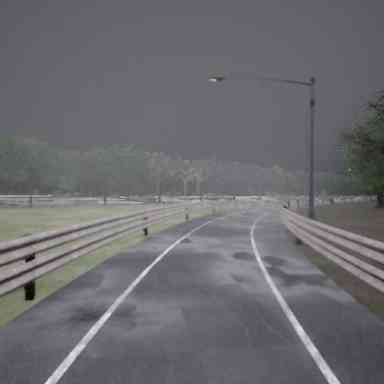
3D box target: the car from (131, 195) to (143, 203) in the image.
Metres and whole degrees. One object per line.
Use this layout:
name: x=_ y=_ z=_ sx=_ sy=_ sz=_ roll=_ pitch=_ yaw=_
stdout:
car: x=-8.575 y=1.486 z=64.654 sx=2.033 sy=1.411 sz=5.357 roll=0 pitch=0 yaw=44

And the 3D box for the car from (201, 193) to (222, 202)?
car: x=5.039 y=1.420 z=83.853 sx=2.150 sy=2.045 sz=5.566 roll=0 pitch=0 yaw=44

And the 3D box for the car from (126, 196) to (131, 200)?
car: x=-11.099 y=1.446 z=67.086 sx=2.128 sy=1.511 sz=4.902 roll=0 pitch=-1 yaw=44

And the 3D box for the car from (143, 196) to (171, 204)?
car: x=-6.025 y=1.498 z=62.259 sx=2.033 sy=1.411 sz=5.357 roll=0 pitch=0 yaw=44

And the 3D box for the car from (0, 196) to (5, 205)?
car: x=-29.776 y=1.194 z=47.696 sx=1.895 sy=1.301 sz=4.718 roll=1 pitch=1 yaw=44

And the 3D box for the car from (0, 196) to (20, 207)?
car: x=-24.719 y=1.219 z=42.826 sx=1.895 sy=1.301 sz=4.718 roll=0 pitch=0 yaw=44

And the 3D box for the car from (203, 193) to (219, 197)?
car: x=4.803 y=1.388 z=78.559 sx=2.150 sy=2.045 sz=5.566 roll=0 pitch=0 yaw=44
